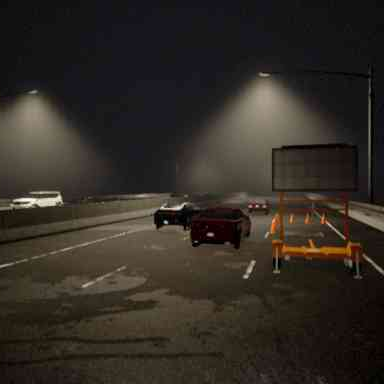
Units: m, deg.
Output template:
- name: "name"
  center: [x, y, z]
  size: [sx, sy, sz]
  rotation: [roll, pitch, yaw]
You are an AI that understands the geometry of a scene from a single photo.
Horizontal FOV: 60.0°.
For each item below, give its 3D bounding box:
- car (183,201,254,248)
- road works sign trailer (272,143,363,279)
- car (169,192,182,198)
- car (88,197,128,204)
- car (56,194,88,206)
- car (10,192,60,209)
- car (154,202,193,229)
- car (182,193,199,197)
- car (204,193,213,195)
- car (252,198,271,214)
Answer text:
- name: "car"
  center: [1.373, 1.364, 14.383]
  size: [1.882, 1.535, 5.008]
  rotation: [0, 1, 16]
- name: "road works sign trailer"
  center: [3.636, 0.381, 10.007]
  size: [2.380, 3.560, 2.880]
  rotation: [0, 0, 16]
- name: "car"
  center: [-3.458, 0.772, 72.960]
  size: [2.097, 1.767, 4.553]
  rotation: [0, 0, 16]
- name: "car"
  center: [-7.921, 1.257, 33.163]
  size: [1.837, 1.490, 4.892]
  rotation: [0, 0, 16]
- name: "car"
  center: [-11.283, 1.254, 34.135]
  size: [1.837, 1.490, 4.892]
  rotation: [0, 0, 16]
- name: "car"
  center: [-15.252, 0.984, 33.039]
  size: [2.150, 2.045, 5.566]
  rotation: [0, 0, 16]
- name: "car"
  center: [-0.676, 1.338, 19.836]
  size: [2.128, 1.511, 4.902]
  rotation: [0, 0, 16]
- name: "car"
  center: [0.127, 0.937, 72.750]
  size: [2.128, 1.511, 4.902]
  rotation: [0, 0, 16]
- name: "car"
  center: [3.486, 0.915, 71.765]
  size: [1.837, 1.490, 4.892]
  rotation: [0, 0, 16]
- name: "car"
  center: [6.501, 1.289, 31.888]
  size: [2.033, 1.411, 5.357]
  rotation: [0, 0, 16]
